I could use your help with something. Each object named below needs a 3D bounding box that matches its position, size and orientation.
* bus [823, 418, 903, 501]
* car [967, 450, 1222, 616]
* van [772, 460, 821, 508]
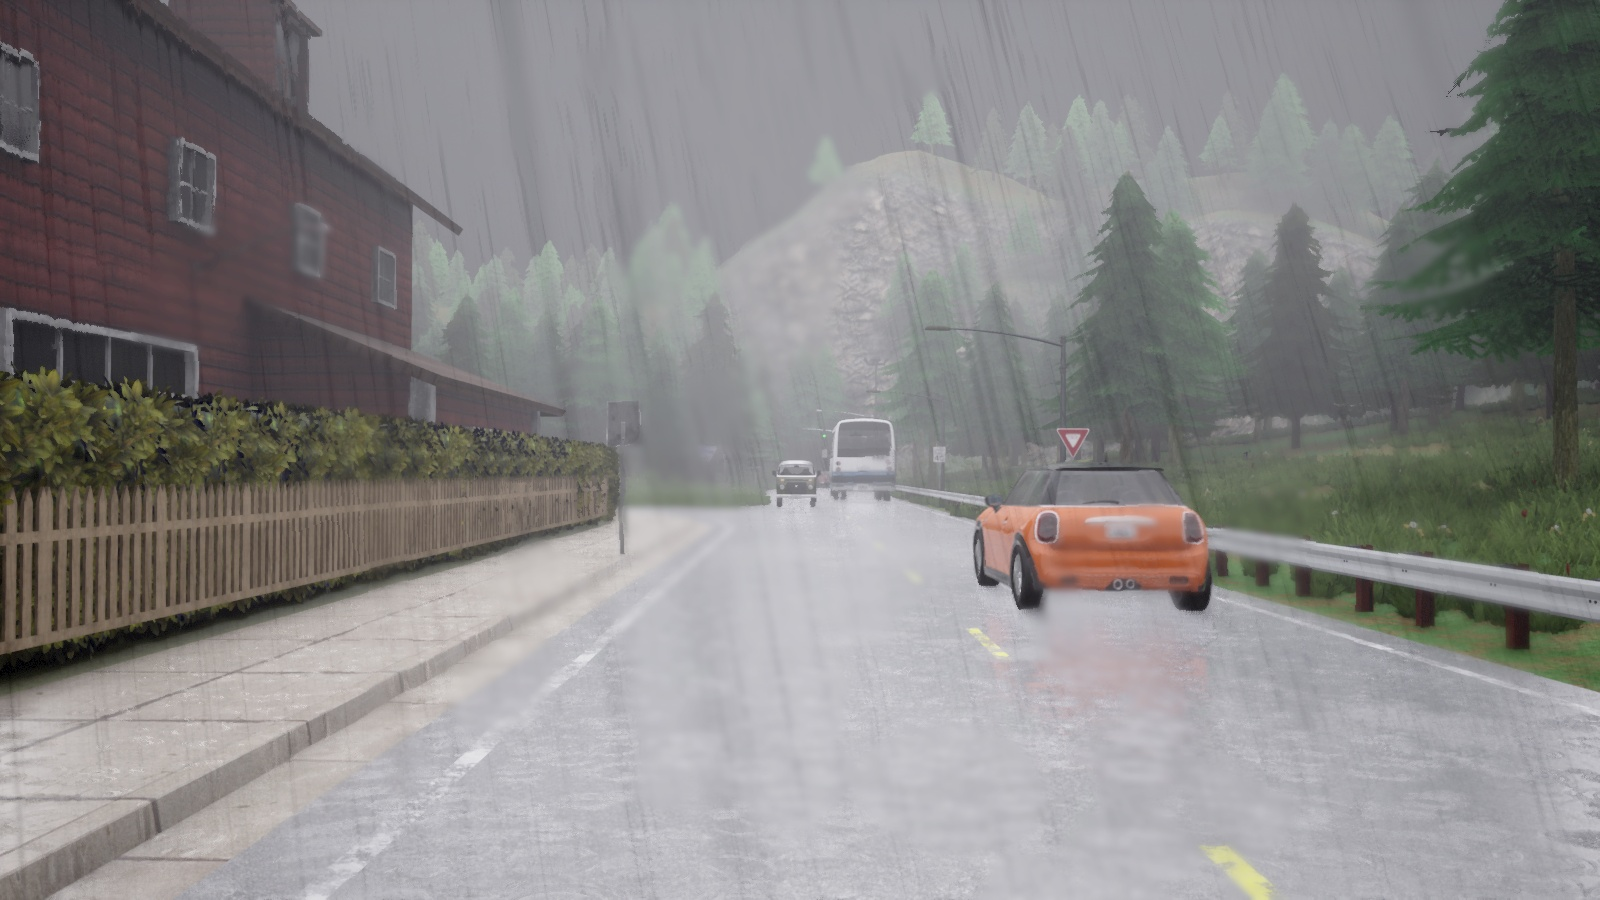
[{"bbox_3d":[3.327,0.592,69.678,3.944,4.253,10.273,0,-1,0],"label":"bus"},{"bbox_3d":[3.458,0.923,15.720,2.097,1.767,4.553,0,-1,0],"label":"car"},{"bbox_3d":[-0.146,1.457,54.873,2.069,2.038,4.480,0,-1,0],"label":"van"}]
